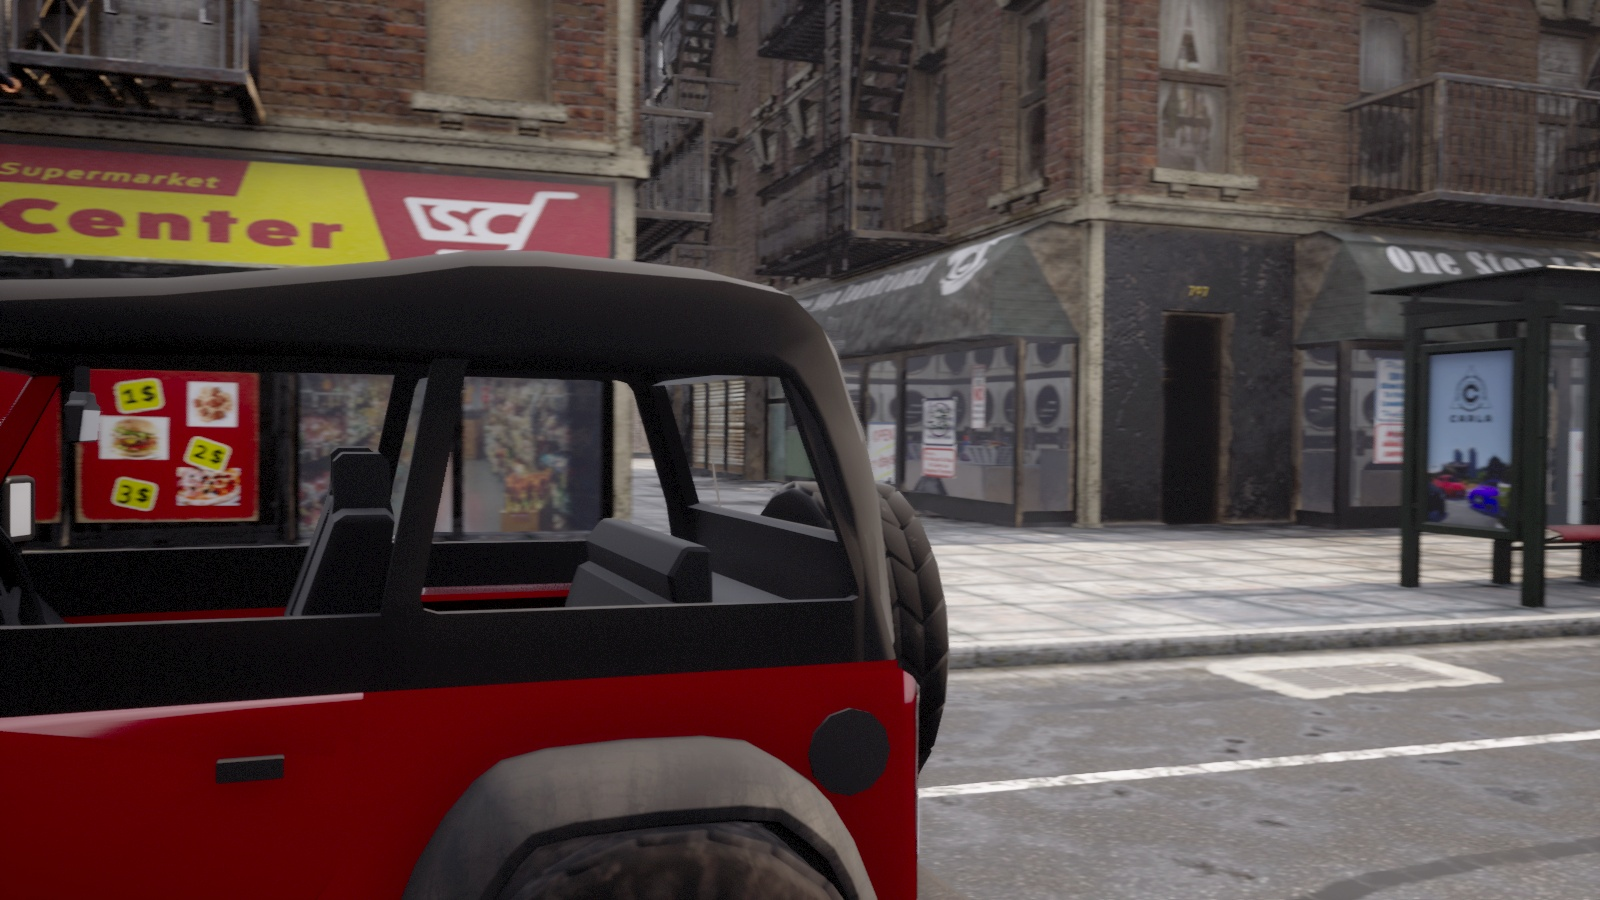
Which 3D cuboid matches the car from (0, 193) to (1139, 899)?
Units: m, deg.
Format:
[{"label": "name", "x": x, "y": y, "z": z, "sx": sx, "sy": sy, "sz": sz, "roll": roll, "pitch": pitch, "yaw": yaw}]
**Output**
[{"label": "car", "x": -1.478, "y": 0.564, "z": 2.676, "sx": 3.866, "sy": 1.878, "sz": 1.905, "roll": -1, "pitch": 1, "yaw": -21}]
